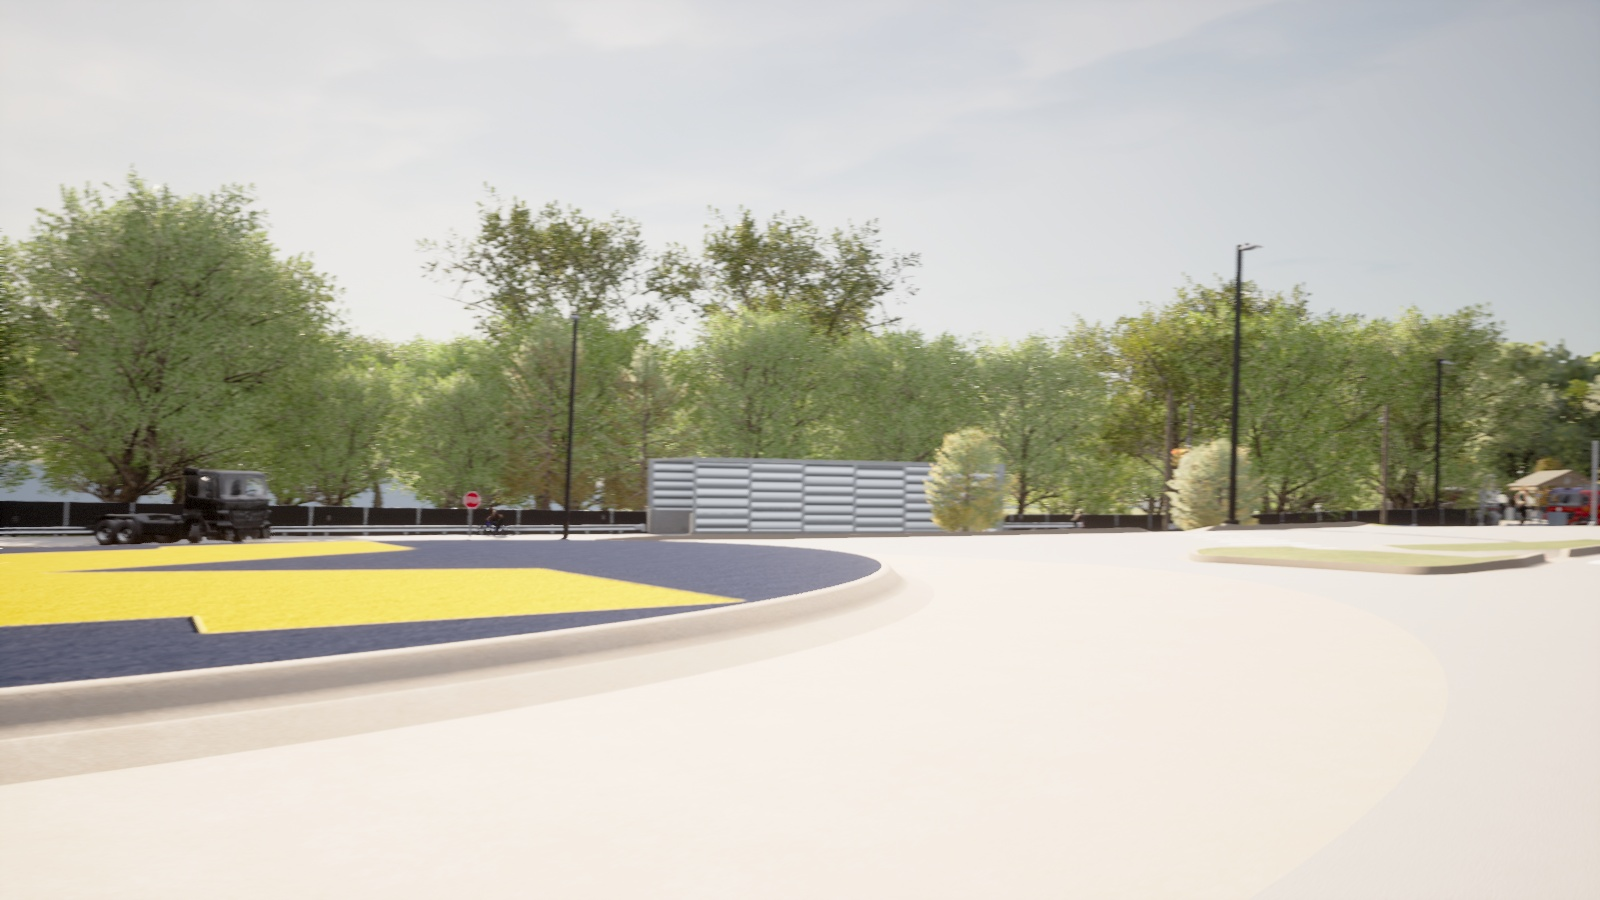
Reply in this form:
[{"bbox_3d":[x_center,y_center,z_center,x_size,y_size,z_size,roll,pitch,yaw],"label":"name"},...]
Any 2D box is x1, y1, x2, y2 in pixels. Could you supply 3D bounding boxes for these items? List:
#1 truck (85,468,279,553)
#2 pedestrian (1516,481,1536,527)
[{"bbox_3d":[-26.975,2.588,54.835,7.936,3.462,2.891,0,-2,21],"label":"truck"},{"bbox_3d":[29.219,2.179,50.541,0.594,1.836,0.345,3,-2,-17],"label":"pedestrian"}]
